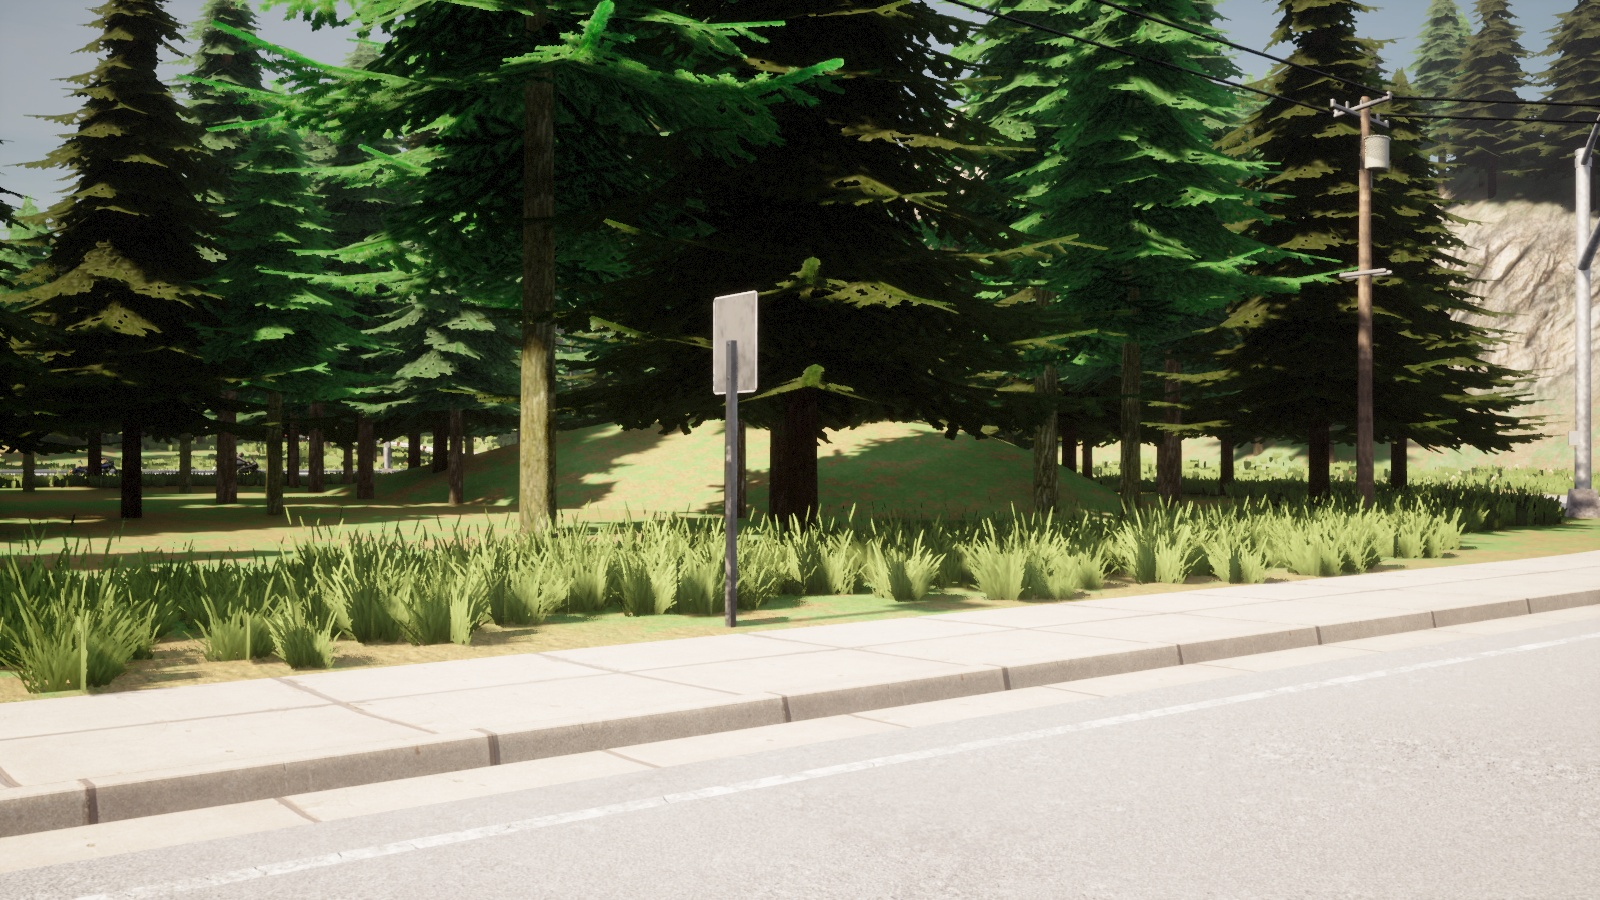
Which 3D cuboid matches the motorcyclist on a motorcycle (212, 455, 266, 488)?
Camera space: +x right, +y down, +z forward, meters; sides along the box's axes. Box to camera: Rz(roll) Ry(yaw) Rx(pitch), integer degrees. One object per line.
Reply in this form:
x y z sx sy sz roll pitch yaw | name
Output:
-26.303 0.980 58.883 2.191 1.530 0.866 0 0 -35 | motorcyclist on a motorcycle

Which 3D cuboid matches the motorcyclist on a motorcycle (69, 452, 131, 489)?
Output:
-30.987 0.897 55.619 2.350 1.649 0.766 0 0 -35 | motorcyclist on a motorcycle
